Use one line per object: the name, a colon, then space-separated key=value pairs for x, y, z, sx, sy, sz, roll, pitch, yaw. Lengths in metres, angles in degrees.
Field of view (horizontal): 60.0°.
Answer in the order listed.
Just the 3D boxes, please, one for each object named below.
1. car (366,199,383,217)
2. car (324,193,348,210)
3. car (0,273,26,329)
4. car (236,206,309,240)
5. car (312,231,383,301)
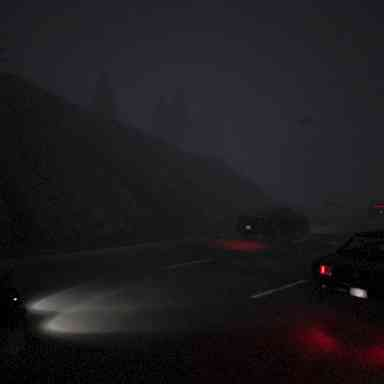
car: x=16.280 y=1.392 z=28.848 sx=2.128 sy=1.511 sz=4.902 roll=0 pitch=0 yaw=27
car: x=17.818 y=1.117 z=41.277 sx=2.150 sy=2.045 sz=5.566 roll=0 pitch=0 yaw=15
car: x=-5.201 y=1.588 z=4.261 sx=5.357 sy=1.411 sz=2.033 roll=0 pitch=0 yaw=-36
car: x=4.270 y=1.458 z=17.066 sx=1.882 sy=1.535 sz=5.008 roll=0 pitch=0 yaw=43
car: x=4.757 y=1.573 z=7.658 sx=4.718 sy=1.301 sz=1.895 roll=0 pitch=0 yaw=-42
